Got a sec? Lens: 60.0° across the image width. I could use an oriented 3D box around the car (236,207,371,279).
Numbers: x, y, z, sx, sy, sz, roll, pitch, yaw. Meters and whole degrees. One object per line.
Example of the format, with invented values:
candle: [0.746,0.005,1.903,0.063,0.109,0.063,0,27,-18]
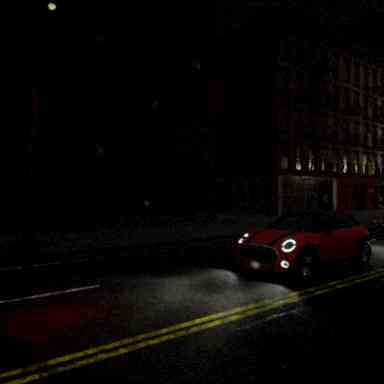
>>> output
car: [3.485,1.353,10.165,4.553,1.767,2.097,0,0,-37]
